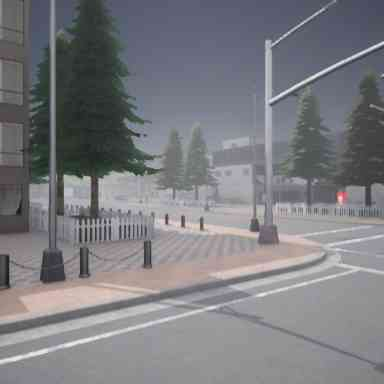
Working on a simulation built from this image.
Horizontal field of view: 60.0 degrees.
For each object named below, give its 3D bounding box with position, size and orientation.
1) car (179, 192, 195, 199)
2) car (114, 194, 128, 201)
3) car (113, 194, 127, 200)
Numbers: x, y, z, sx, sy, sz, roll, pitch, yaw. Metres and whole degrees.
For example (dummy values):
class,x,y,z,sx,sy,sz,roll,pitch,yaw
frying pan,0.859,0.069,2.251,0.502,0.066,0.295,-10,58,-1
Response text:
class,x,y,z,sx,sy,sz,roll,pitch,yaw
car,-1.356,1.067,87.893,1.932,1.855,4.605,0,0,-37
car,-16.348,1.340,76.911,1.845,1.501,3.633,0,0,-37
car,-18.386,1.351,84.644,1.970,1.475,3.806,0,0,-37
